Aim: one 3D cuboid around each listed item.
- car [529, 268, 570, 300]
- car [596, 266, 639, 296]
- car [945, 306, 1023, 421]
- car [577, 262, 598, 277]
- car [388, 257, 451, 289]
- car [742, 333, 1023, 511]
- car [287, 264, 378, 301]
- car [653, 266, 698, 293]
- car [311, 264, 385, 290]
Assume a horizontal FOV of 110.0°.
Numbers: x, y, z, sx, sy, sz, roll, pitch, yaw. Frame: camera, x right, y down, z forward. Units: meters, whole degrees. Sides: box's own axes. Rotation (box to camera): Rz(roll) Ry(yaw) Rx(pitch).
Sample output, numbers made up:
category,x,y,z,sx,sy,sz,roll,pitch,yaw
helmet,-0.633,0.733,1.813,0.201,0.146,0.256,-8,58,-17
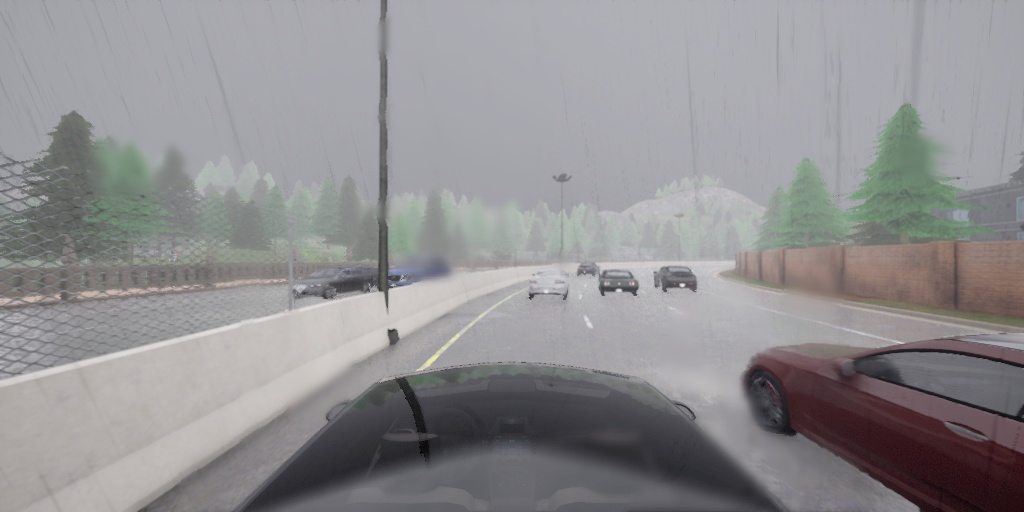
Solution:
category,x,y,z,sx,sy,sz,roll,pitch,yaw
car,1.969,1.354,18.373,1.812,1.442,4.674,0,0,10
car,5.873,1.440,20.163,1.895,1.301,4.718,0,0,13
car,7.185,1.361,2.830,1.895,1.301,4.718,0,0,2
car,8.343,1.429,38.672,1.837,1.490,4.892,0,-1,23
car,-5.130,1.050,19.702,2.150,2.045,5.566,0,0,11
car,3.739,1.282,2.512,1.812,1.442,4.674,0,0,1
car,-8.937,1.311,18.085,2.128,1.511,4.902,0,0,10
car,9.948,1.356,22.032,1.837,1.490,4.892,0,0,14
car,-11.139,1.340,24.859,2.128,1.511,4.902,0,0,14
